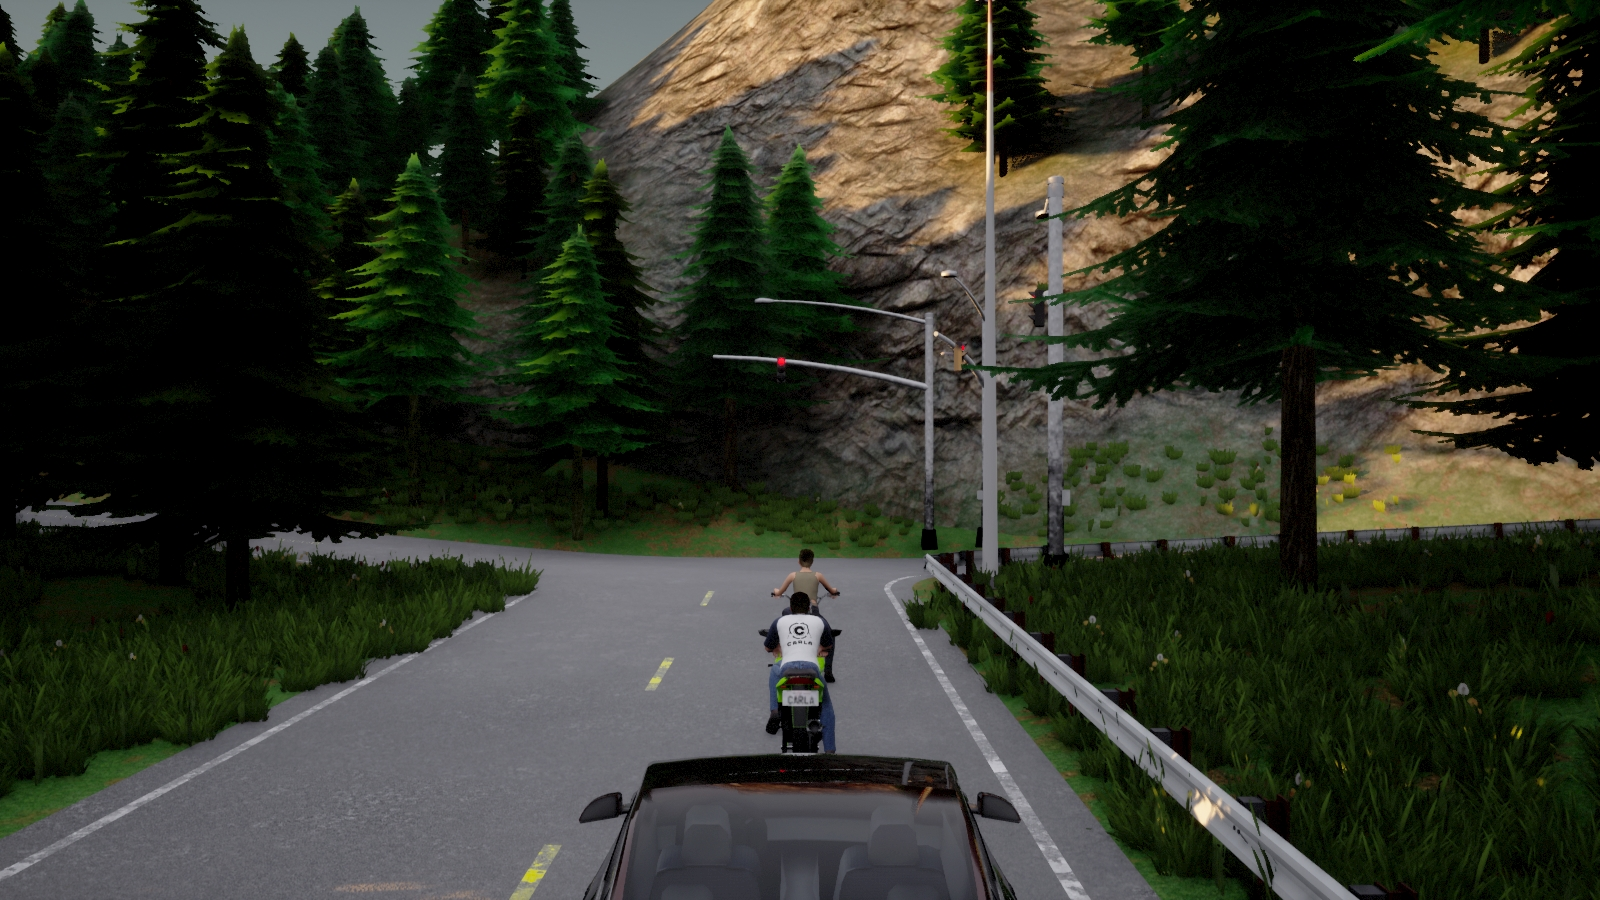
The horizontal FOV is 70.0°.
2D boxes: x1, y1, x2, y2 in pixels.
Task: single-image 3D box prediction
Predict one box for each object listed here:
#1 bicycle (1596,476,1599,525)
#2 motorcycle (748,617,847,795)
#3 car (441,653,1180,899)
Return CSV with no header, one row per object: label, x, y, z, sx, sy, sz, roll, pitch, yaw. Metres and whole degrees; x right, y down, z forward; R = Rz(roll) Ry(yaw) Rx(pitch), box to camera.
bicycle,21.725,1.355,29.474,1.835,1.471,0.329,-5,-2,26
motorcycle,-0.020,2.213,10.238,0.803,1.145,2.033,0,0,0
car,0.029,2.063,5.012,2.163,1.488,4.792,0,0,0
